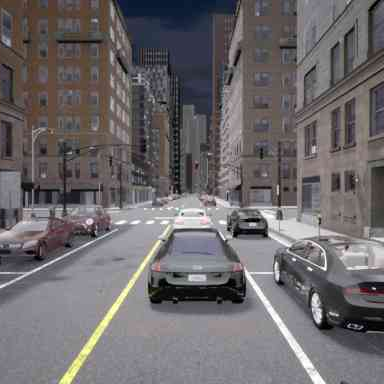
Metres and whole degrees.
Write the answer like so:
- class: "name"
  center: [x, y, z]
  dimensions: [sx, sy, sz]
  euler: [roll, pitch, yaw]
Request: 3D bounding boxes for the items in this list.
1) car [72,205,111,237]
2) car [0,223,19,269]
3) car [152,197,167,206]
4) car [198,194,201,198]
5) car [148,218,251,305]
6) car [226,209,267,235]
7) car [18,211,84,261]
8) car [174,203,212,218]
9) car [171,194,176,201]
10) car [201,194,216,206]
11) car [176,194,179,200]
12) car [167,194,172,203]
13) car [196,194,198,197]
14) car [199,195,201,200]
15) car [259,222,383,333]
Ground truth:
- class: "car"
  center: [-5.657, 1.441, 17.728]
  dimensions: [1.967, 1.590, 4.097]
  euler: [0, 0, 0]
- class: "car"
  center: [-5.665, 1.566, 6.725]
  dimensions: [1.947, 1.339, 4.313]
  euler: [0, 0, 0]
- class: "car"
  center: [-5.594, 1.618, 54.831]
  dimensions: [1.802, 1.307, 4.206]
  euler: [0, 0, 0]
- class: "car"
  center: [2.986, 1.524, 76.447]
  dimensions: [1.967, 1.590, 4.097]
  euler: [0, 0, 0]
- class: "car"
  center: [0.088, 1.564, 8.184]
  dimensions: [1.994, 1.385, 4.181]
  euler: [0, 0, 0]
- class: "car"
  center: [2.869, 1.567, 17.721]
  dimensions: [1.947, 1.339, 4.313]
  euler: [0, 0, 0]
- class: "car"
  center: [-5.661, 1.582, 12.227]
  dimensions: [1.802, 1.307, 4.206]
  euler: [0, 0, 0]
- class: "car"
  center: [0.047, 1.526, 16.943]
  dimensions: [1.812, 1.442, 4.674]
  euler: [0, 0, 1]
- class: "car"
  center: [-5.525, 1.626, 81.703]
  dimensions: [1.752, 1.417, 4.829]
  euler: [0, 0, 0]
- class: "car"
  center: [2.930, 1.476, 54.812]
  dimensions: [1.967, 1.590, 4.097]
  euler: [0, 0, 0]
- class: "car"
  center: [-5.498, 1.457, 92.691]
  dimensions: [2.192, 1.841, 5.009]
  euler: [0, 0, 0]
- class: "car"
  center: [-5.566, 1.606, 65.648]
  dimensions: [2.008, 1.369, 4.403]
  euler: [0, 0, 0]
- class: "car"
  center: [3.026, 1.457, 92.675]
  dimensions: [2.192, 1.841, 5.009]
  euler: [0, 0, 0]
- class: "car"
  center: [2.959, 1.607, 65.629]
  dimensions: [2.008, 1.369, 4.403]
  euler: [0, 0, 0]
- class: "car"
  center: [2.860, 1.551, 6.719]
  dimensions: [2.008, 1.369, 4.403]
  euler: [0, 0, 0]
